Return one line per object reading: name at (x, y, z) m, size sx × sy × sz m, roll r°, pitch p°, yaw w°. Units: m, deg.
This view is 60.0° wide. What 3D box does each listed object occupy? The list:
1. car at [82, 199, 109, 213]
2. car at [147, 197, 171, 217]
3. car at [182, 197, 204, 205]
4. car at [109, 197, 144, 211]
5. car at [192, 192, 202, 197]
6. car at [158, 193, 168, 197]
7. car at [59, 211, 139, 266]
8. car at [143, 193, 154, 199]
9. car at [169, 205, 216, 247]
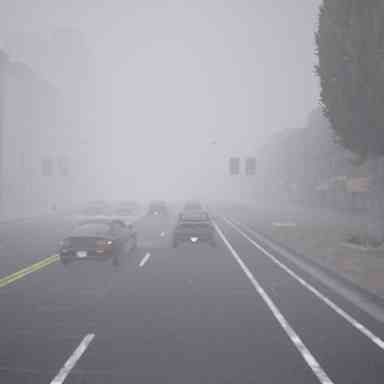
car at (-9.869, 1.528, 34.502) m, size 1.837 × 1.490 × 4.892 m, roll 0°, pitch 1°, yaw 0°
car at (-3.174, 1.556, 32.085) m, size 1.837 × 1.490 × 4.892 m, roll 0°, pitch 1°, yaw 0°
car at (0.075, 1.556, 32.047) m, size 1.837 × 1.490 × 4.892 m, roll 0°, pitch 1°, yaw 0°
car at (-6.622, 1.571, 34.412) m, size 2.033 × 1.411 × 5.357 m, roll 0°, pitch 1°, yaw 0°
car at (1.088, 0.854, 73.247) m, size 2.097 × 1.767 × 4.553 m, roll 0°, pitch 1°, yaw 0°
car at (-6.551, 0.900, 75.089) m, size 1.837 × 1.490 × 4.892 m, roll 0°, pitch 1°, yaw 0°
car at (-3.171, 1.625, 11.894) m, size 1.812 × 1.442 × 4.674 m, roll 0°, pitch 0°, yaw 0°
car at (-9.801, 0.878, 75.087) m, size 1.882 × 1.535 × 5.008 m, roll 0°, pitch 1°, yaw 0°
car at (0.084, 1.619, 15.735) m, size 1.837 × 1.490 × 4.892 m, roll 0°, pitch 0°, yaw 0°
